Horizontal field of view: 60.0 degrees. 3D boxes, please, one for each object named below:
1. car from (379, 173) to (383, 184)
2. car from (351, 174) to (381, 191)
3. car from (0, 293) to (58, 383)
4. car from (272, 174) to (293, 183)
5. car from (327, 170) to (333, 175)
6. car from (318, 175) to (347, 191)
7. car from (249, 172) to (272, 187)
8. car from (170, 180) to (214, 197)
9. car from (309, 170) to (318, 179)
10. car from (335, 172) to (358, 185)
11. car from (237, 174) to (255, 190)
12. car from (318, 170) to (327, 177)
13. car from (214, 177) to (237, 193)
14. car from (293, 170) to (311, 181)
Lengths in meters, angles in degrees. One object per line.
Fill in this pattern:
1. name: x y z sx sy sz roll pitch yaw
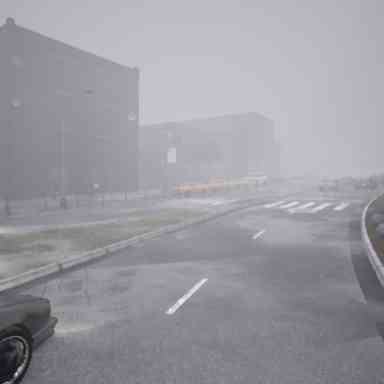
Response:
1. car: 26.829 -1.924 47.906 2.128 1.511 4.902 1 5 34
2. car: 19.332 -0.937 36.906 1.994 1.385 4.181 1 4 34
3. car: -3.117 1.490 2.084 2.033 1.411 5.357 0 1 10
4. car: 15.392 -2.307 57.929 2.163 1.488 4.792 1 4 34
5. car: 33.777 -4.588 85.083 1.946 1.575 5.366 1 4 34
6. car: 15.781 -0.847 37.573 1.895 1.301 4.718 1 5 35
7. car: 9.212 -1.832 48.782 2.435 2.045 5.566 1 4 34
8. car: -0.219 -0.429 34.878 1.946 1.575 5.366 1 5 34
9. car: 24.659 -3.721 71.606 2.435 2.045 5.566 1 4 34
10. car: 21.637 -1.604 46.238 1.994 1.385 4.181 1 5 35
11. car: 5.968 -1.187 44.000 1.946 1.575 5.366 1 4 34
12. car: 29.887 -4.114 79.437 2.231 1.521 4.892 1 5 35
13. car: 2.878 -0.809 39.436 1.946 1.575 5.366 1 4 34
14. car: 21.595 -3.094 67.086 2.231 1.521 4.892 1 4 34
